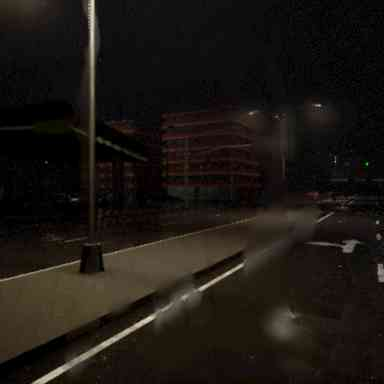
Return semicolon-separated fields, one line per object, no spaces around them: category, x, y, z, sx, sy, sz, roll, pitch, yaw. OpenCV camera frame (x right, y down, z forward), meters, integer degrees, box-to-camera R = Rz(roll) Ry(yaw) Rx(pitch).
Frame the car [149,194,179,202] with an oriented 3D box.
car;-4.616;0.981;54.249;4.718;1.301;1.895;0;1;28

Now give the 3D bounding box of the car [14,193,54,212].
car;-14.937;1.087;32.053;1.970;1.475;3.806;0;1;29

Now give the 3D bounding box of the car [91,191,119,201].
car;-15.748;0.662;60.195;4.553;1.767;2.097;0;1;28

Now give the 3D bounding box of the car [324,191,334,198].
car;32.216;0.635;78.150;2.128;1.511;4.902;0;1;29

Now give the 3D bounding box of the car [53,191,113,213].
car;-9.540;0.951;29.938;2.242;1.667;4.611;0;1;29

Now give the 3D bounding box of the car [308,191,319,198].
car;29.167;0.445;79.868;2.097;1.767;4.553;0;1;29

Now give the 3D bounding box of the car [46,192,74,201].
car;-24.095;0.798;60.606;4.902;1.511;2.128;0;1;29
